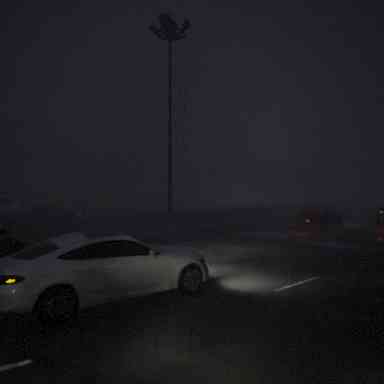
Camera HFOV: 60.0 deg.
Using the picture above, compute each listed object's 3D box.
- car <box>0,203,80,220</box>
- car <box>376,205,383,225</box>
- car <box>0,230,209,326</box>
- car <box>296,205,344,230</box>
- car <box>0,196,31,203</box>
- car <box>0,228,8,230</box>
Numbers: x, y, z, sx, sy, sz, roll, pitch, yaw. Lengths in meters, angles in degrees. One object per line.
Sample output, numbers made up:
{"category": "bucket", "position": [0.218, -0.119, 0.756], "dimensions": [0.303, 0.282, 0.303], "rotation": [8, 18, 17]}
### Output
{"category": "car", "position": [-10.373, 1.645, 22.776], "dimensions": [5.357, 1.411, 2.033], "rotation": [0, 0, -41]}
{"category": "car", "position": [15.292, 1.669, 25.358], "dimensions": [2.128, 1.511, 4.902], "rotation": [0, 0, 35]}
{"category": "car", "position": [-1.775, 1.560, 7.106], "dimensions": [4.674, 1.442, 1.812], "rotation": [0, 0, -37]}
{"category": "car", "position": [8.647, 1.621, 22.251], "dimensions": [1.882, 1.535, 5.008], "rotation": [0, 0, 39]}
{"category": "car", "position": [-14.909, 1.312, 23.605], "dimensions": [5.566, 2.045, 2.150], "rotation": [0, 0, -38]}
{"category": "car", "position": [-5.110, 1.636, 8.914], "dimensions": [4.718, 1.301, 1.895], "rotation": [0, 0, -37]}
